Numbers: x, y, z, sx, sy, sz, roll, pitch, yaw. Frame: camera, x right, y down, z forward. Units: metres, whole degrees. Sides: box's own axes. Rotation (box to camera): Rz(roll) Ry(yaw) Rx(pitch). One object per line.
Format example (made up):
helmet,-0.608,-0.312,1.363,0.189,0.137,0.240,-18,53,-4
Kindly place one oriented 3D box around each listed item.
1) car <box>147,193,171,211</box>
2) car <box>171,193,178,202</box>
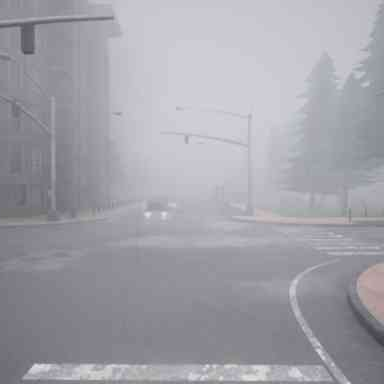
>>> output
car,-3.530,1.140,34.713,1.882,1.535,5.008,0,1,0
car,-3.436,0.940,56.751,2.128,1.511,4.902,0,0,1
